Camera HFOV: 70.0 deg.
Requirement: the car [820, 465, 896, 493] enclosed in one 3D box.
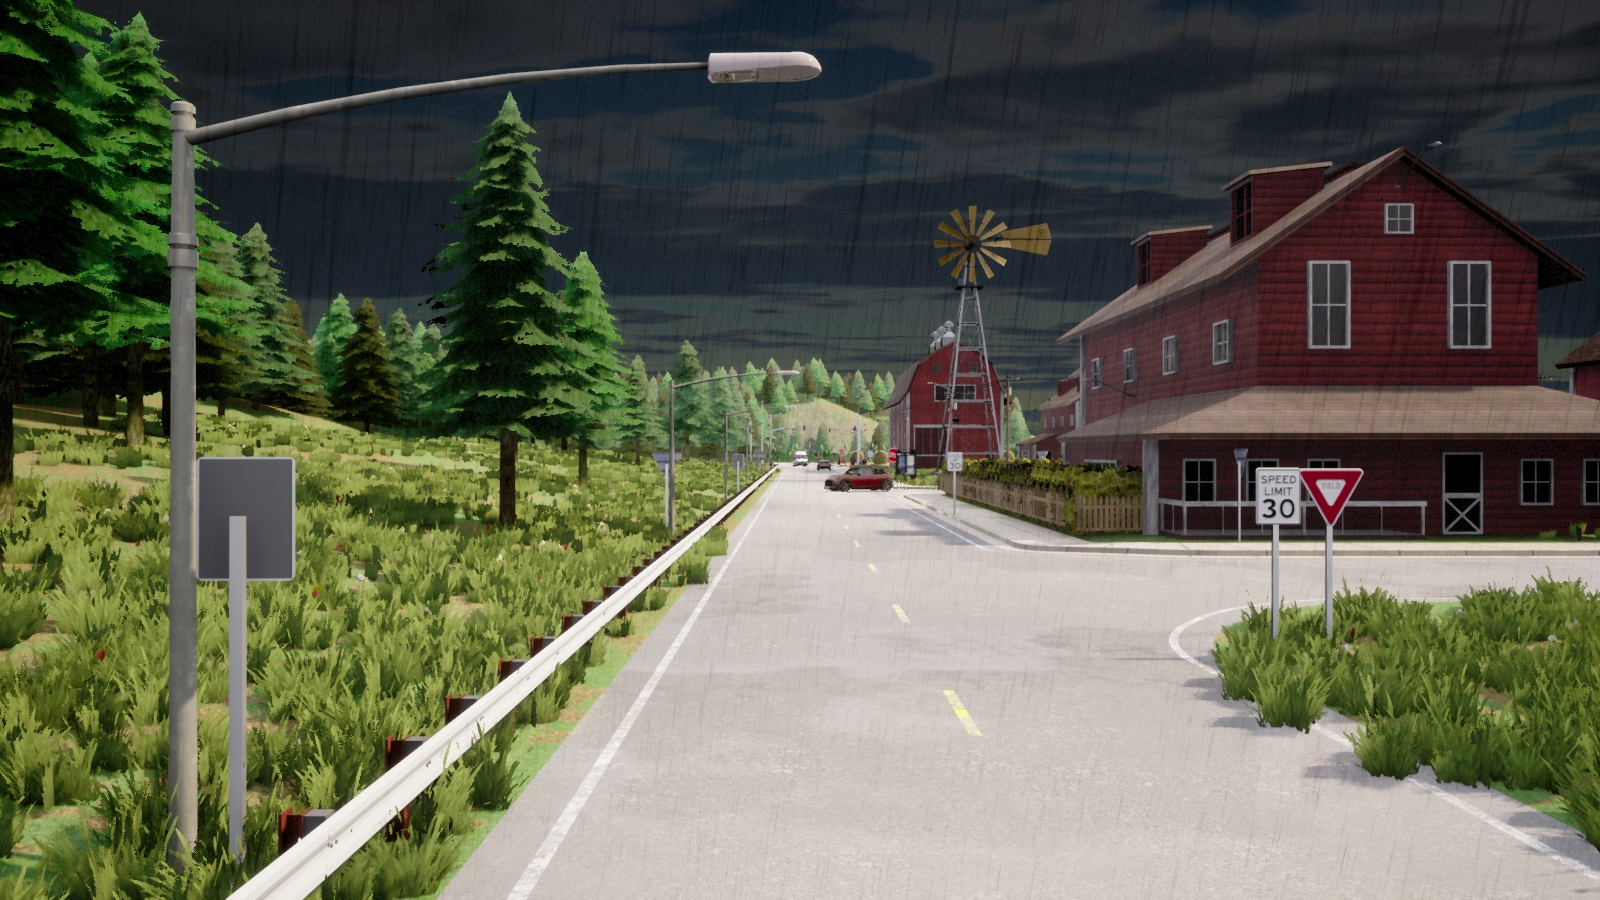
[{"bbox_3d":[3.870,1.906,76.261,4.553,1.767,2.097,0,0,-25],"label":"car"}]
